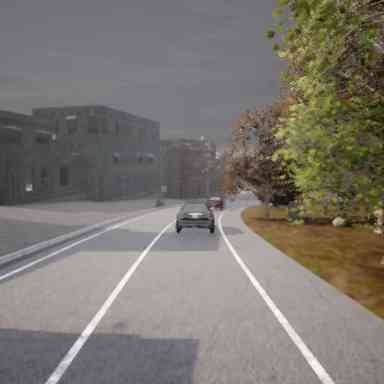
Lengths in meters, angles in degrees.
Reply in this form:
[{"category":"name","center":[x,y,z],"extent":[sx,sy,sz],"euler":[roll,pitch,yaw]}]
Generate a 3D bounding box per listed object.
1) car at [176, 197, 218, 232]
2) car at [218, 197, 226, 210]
[{"category":"car","center":[0.273,1.292,19.633],"extent":[2.097,1.767,4.553],"euler":[0,0,3]},{"category":"car","center":[3.054,1.312,40.424],"extent":[1.882,1.535,5.008],"euler":[1,0,12]}]
